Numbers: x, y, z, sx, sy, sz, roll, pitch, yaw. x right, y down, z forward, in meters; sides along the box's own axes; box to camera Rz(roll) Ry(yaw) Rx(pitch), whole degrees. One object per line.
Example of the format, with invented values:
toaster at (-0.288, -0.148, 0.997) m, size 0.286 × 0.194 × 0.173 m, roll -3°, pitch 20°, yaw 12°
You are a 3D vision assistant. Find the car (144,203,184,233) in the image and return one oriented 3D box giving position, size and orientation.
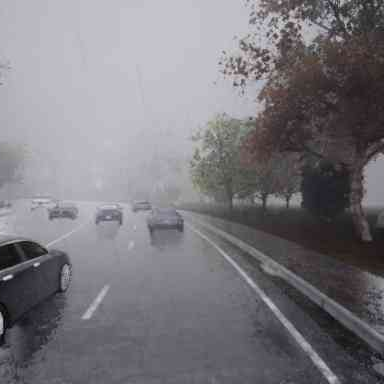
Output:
car at (-1.677, 1.572, 19.957) m, size 1.994 × 1.385 × 4.181 m, roll 0°, pitch 0°, yaw -9°

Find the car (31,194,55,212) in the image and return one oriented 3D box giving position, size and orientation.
car at (-18.163, 1.247, 40.323) m, size 2.150 × 2.045 × 5.566 m, roll 0°, pitch 0°, yaw -21°

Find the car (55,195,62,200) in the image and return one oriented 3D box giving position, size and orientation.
car at (-26.730, 1.384, 64.597) m, size 2.097 × 1.767 × 4.553 m, roll 0°, pitch 0°, yaw -32°

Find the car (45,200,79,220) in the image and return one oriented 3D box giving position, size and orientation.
car at (-10.466, 1.620, 27.350) m, size 1.895 × 1.301 × 4.718 m, roll 0°, pitch 0°, yaw -14°

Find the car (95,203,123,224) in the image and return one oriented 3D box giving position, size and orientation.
car at (-6.089, 1.541, 24.640) m, size 1.812 × 1.442 × 4.674 m, roll 0°, pitch 0°, yaw -12°

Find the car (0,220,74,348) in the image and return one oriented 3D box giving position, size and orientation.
car at (-3.667, 1.514, 5.906) m, size 1.837 × 1.490 × 4.892 m, roll 0°, pitch 0°, yaw -2°

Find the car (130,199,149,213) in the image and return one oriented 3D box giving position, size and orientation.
car at (-5.760, 1.511, 37.092) m, size 2.128 × 1.511 × 4.902 m, roll 0°, pitch 0°, yaw -17°
